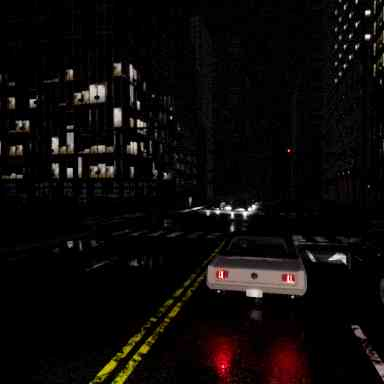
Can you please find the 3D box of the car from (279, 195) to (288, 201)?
[{"bbox_3d":[21.920,1.355,79.808,1.895,1.301,4.718,0,0,13],"label":"car"}]

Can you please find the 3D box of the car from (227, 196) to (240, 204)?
[{"bbox_3d":[7.923,1.460,63.175,1.837,1.490,4.892,0,0,14],"label":"car"}]

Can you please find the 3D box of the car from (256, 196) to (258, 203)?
[{"bbox_3d":[10.386,1.559,59.544,1.895,1.301,4.718,0,0,14],"label":"car"}]

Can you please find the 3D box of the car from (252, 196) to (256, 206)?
[{"bbox_3d":[8.043,1.460,49.739,2.128,1.511,4.902,0,0,13],"label":"car"}]

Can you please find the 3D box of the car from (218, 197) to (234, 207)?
[{"bbox_3d":[5.485,1.567,53.048,1.895,1.301,4.718,0,0,13],"label":"car"}]

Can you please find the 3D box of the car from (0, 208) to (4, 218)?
[{"bbox_3d":[-17.310,1.434,26.693,4.313,1.339,1.947,1,1,14],"label":"car"}]

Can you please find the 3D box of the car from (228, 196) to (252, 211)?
[{"bbox_3d":[5.918,1.503,40.739,1.812,1.442,4.674,0,0,13],"label":"car"}]

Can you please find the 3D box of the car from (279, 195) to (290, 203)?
[{"bbox_3d":[19.520,1.474,69.640,2.033,1.411,5.357,0,0,13],"label":"car"}]

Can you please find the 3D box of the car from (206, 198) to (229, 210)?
[{"bbox_3d":[3.151,1.524,43.182,2.033,1.411,5.357,0,0,13],"label":"car"}]

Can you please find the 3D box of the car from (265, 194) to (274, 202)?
[{"bbox_3d":[16.459,1.530,70.823,1.895,1.301,4.718,0,0,13],"label":"car"}]

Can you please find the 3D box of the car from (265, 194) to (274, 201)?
[{"bbox_3d":[18.750,1.286,80.526,2.128,1.511,4.902,0,0,13],"label":"car"}]

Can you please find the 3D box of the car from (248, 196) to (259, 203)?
[{"bbox_3d":[12.863,1.485,69.737,2.033,1.411,5.357,0,0,13],"label":"car"}]

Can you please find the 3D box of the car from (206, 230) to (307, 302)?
[{"bbox_3d":[1.709,1.597,8.353,1.895,1.301,4.718,0,0,14],"label":"car"}]

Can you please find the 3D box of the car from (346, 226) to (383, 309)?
[{"bbox_3d":[4.838,1.501,7.449,1.837,1.490,4.892,0,0,13],"label":"car"}]
